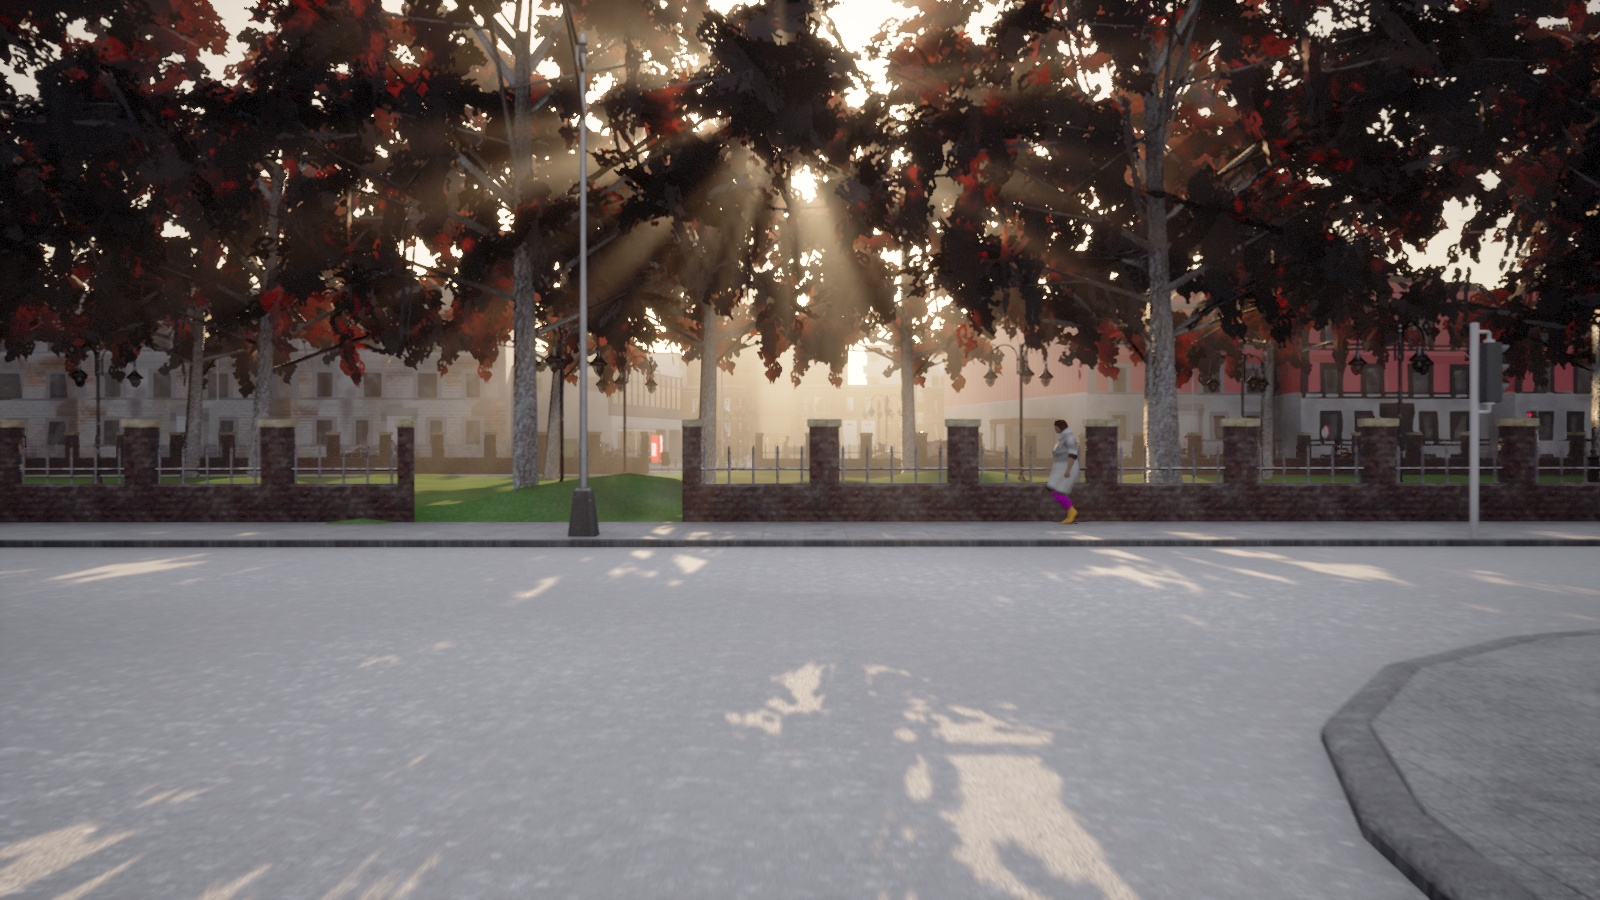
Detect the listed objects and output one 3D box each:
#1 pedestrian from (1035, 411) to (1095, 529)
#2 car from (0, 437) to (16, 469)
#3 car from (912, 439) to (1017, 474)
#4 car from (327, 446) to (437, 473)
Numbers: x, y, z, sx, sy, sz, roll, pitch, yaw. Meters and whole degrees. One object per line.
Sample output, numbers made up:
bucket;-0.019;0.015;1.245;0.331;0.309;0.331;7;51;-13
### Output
pedestrian;4.453;0.330;21.138;0.873;1.952;0.659;0;0;0
car;-43.653;0.158;65.087;4.611;1.667;2.242;0;0;0
car;7.955;0.309;61.071;4.856;1.649;2.033;0;0;0
car;-20.288;0.457;61.094;4.718;1.301;1.895;0;0;0
